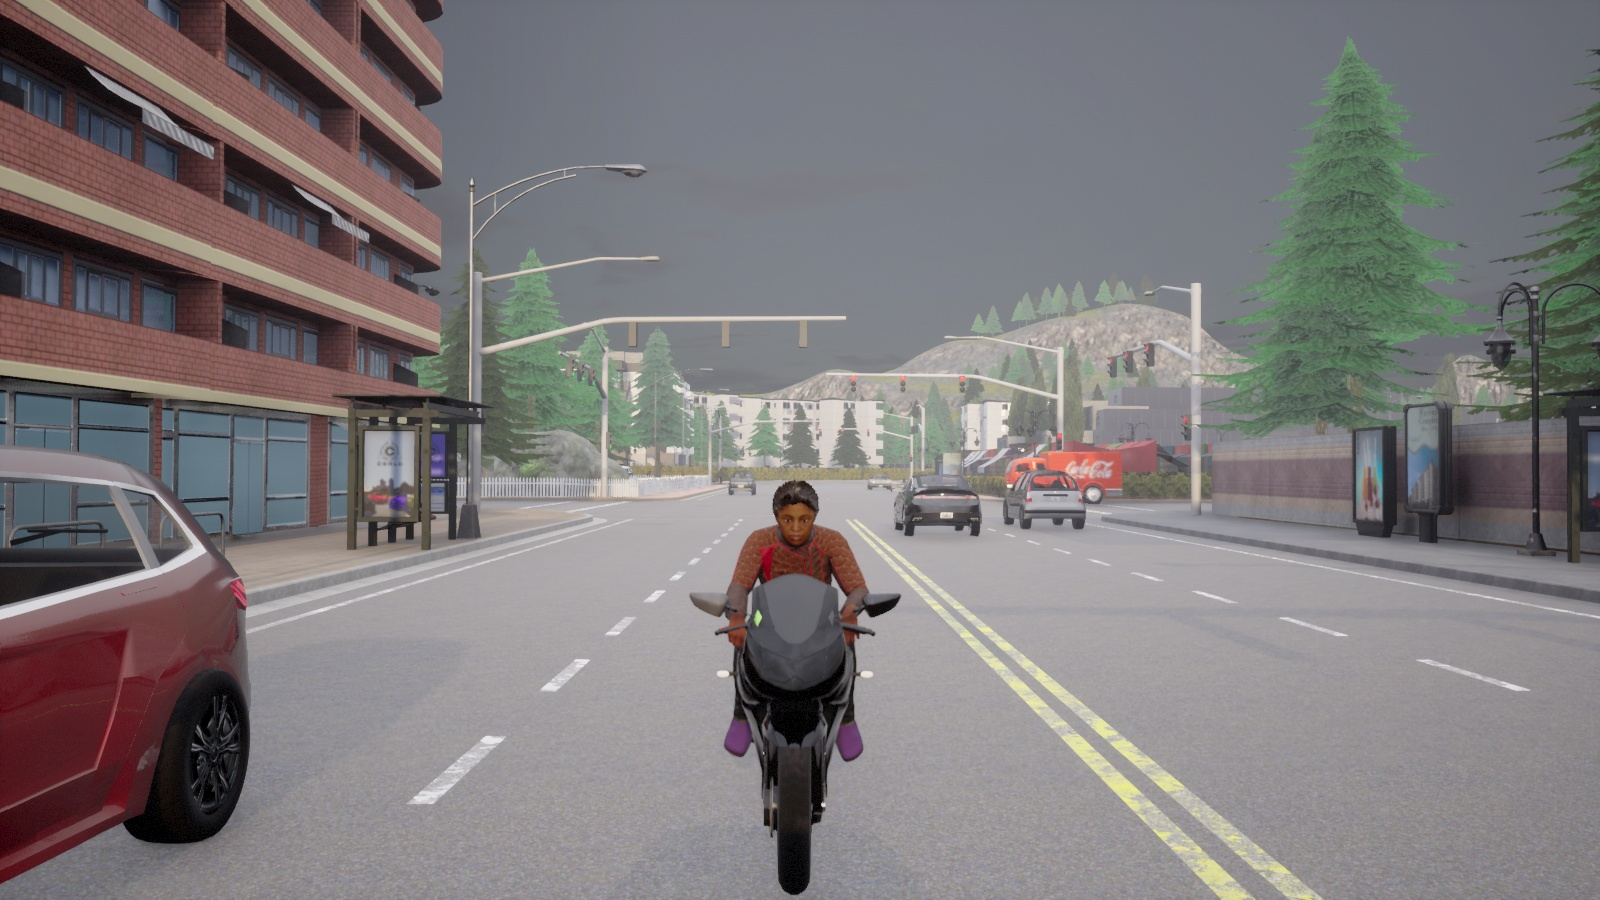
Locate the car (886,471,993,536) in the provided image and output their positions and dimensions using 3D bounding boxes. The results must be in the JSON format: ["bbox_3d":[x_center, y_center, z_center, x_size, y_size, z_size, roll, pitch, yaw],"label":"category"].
[{"bbox_3d":[3.423,1.288,31.691,2.128,1.511,4.902,0,-1,0],"label":"car"}]

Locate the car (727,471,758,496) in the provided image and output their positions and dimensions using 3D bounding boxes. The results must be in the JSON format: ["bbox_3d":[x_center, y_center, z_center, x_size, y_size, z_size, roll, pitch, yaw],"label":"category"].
[{"bbox_3d":[-3.696,2.165,80.996,1.789,1.549,3.705,0,-1,0],"label":"car"}]

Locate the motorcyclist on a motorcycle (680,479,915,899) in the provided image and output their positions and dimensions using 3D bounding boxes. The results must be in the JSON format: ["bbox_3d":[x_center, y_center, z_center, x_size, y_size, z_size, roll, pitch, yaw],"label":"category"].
[{"bbox_3d":[-0.013,0.886,5.305,0.797,1.523,2.044,0,-1,0],"label":"motorcyclist on a motorcycle"}]

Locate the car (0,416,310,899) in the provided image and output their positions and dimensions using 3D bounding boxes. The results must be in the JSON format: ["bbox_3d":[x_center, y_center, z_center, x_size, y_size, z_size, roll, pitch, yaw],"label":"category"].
[{"bbox_3d":[-3.511,0.737,3.845,2.242,1.667,4.611,0,-1,0],"label":"car"}]

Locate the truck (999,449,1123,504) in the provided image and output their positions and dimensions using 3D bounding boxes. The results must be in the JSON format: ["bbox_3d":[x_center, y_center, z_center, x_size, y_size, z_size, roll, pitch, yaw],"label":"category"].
[{"bbox_3d":[12.175,1.223,58.793,5.204,2.467,2.627,-1,-1,-1],"label":"truck"}]

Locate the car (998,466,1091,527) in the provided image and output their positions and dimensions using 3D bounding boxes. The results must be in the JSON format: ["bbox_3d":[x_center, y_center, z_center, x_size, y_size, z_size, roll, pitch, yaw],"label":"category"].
[{"bbox_3d":[6.913,1.286,35.846,1.851,1.617,3.988,0,-1,0],"label":"car"}]
